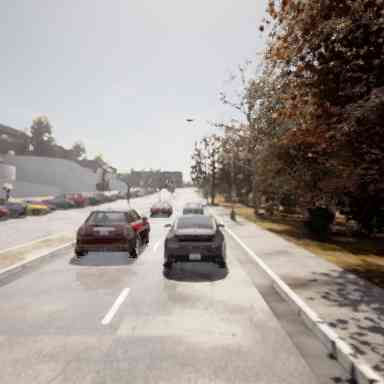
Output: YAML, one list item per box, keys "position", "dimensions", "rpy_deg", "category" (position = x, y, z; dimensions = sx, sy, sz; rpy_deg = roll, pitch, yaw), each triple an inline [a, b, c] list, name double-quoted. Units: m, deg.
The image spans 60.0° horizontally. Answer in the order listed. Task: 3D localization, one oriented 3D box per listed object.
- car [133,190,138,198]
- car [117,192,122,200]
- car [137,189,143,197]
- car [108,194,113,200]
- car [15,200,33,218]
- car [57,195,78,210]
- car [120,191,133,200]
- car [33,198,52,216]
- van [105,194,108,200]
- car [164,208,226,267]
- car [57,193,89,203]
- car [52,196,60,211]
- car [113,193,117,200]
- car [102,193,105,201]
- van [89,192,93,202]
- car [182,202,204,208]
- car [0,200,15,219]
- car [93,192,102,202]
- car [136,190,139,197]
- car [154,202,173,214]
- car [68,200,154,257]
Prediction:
- position: [-17.011, 0.974, 82.781]
  dimensions: [5.366, 1.575, 1.946]
  rpy_deg: [-1, 1, -20]
  category: "car"
- position: [-16.825, 1.214, 64.853]
  dimensions: [4.792, 1.488, 2.163]
  rpy_deg: [-1, 0, -20]
  category: "car"
- position: [-16.813, 0.641, 88.869]
  dimensions: [5.566, 2.045, 2.435]
  rpy_deg: [-1, 1, -20]
  category: "car"
- position: [-16.826, 1.127, 58.861]
  dimensions: [4.553, 1.767, 2.185]
  rpy_deg: [-1, 1, -20]
  category: "car"
- position: [-16.899, 1.563, 28.999]
  dimensions: [4.792, 1.488, 2.163]
  rpy_deg: [-1, 0, -20]
  category: "car"
- position: [-16.861, 1.493, 40.953]
  dimensions: [4.674, 1.452, 2.002]
  rpy_deg: [-1, 1, -20]
  category: "car"
- position: [-16.817, 1.075, 76.858]
  dimensions: [4.792, 1.488, 2.163]
  rpy_deg: [-1, 0, -20]
  category: "car"
- position: [-16.699, 1.513, 32.068]
  dimensions: [5.366, 1.575, 1.946]
  rpy_deg: [-1, 0, -20]
  category: "car"
- position: [-16.968, 1.064, 55.825]
  dimensions: [4.442, 1.987, 1.878]
  rpy_deg: [-1, 1, -20]
  category: "van"
- position: [0.093, 1.528, 11.471]
  dimensions: [1.837, 1.490, 4.892]
  rpy_deg: [0, 0, 0]
  category: "car"
- position: [-16.893, 1.174, 43.921]
  dimensions: [5.566, 2.045, 2.435]
  rpy_deg: [-1, 1, -20]
  category: "car"
- position: [-16.841, 1.531, 34.996]
  dimensions: [4.792, 1.488, 2.163]
  rpy_deg: [-1, 0, -20]
  category: "car"
- position: [-16.848, 1.259, 61.835]
  dimensions: [4.674, 1.452, 2.002]
  rpy_deg: [-1, 1, -20]
  category: "car"
- position: [-16.852, 1.323, 52.888]
  dimensions: [4.892, 1.521, 2.231]
  rpy_deg: [-1, 1, -20]
  category: "car"
- position: [-16.756, 1.163, 46.964]
  dimensions: [4.442, 1.987, 1.878]
  rpy_deg: [-1, 0, -20]
  category: "van"
- position: [0.098, 1.584, 29.310]
  dimensions: [2.033, 1.411, 5.357]
  rpy_deg: [0, 0, 0]
  category: "car"
- position: [-16.869, 1.578, 26.027]
  dimensions: [4.674, 1.452, 2.002]
  rpy_deg: [-1, 0, -20]
  category: "car"
- position: [-16.838, 1.105, 49.917]
  dimensions: [5.566, 2.045, 2.435]
  rpy_deg: [-1, 0, -20]
  category: "car"
- position: [-16.842, 0.974, 85.854]
  dimensions: [4.674, 1.452, 2.002]
  rpy_deg: [-1, 1, -20]
  category: "car"
- position: [-2.902, 1.621, 32.721]
  dimensions: [1.895, 1.301, 4.718]
  rpy_deg: [0, 0, 0]
  category: "car"
- position: [-2.906, 1.379, 13.141]
  dimensions: [2.097, 1.767, 4.553]
  rpy_deg: [0, 0, 0]
  category: "car"
